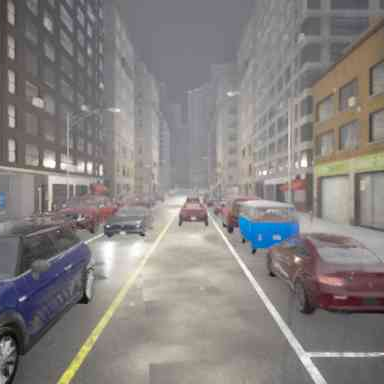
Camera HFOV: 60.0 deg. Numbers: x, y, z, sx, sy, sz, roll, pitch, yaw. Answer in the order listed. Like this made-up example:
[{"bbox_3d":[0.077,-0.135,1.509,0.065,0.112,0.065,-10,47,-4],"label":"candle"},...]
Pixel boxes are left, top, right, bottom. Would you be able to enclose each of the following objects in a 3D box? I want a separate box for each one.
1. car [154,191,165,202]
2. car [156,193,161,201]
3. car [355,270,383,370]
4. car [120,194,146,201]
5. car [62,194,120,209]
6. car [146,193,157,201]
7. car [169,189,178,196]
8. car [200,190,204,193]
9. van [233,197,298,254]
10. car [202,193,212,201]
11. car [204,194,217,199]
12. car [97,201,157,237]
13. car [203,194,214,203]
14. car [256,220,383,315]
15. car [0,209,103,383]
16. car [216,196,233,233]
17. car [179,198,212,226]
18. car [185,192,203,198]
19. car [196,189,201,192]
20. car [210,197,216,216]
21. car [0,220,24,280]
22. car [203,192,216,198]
[{"bbox_3d":[-5.745,0.816,57.160,2.192,1.841,5.009,0,1,0],"label":"car"},{"bbox_3d":[-5.749,1.199,46.058,1.802,1.307,4.206,0,1,0],"label":"car"},{"bbox_3d":[2.764,1.571,1.629,1.802,1.307,4.206,0,0,0],"label":"car"},{"bbox_3d":[-5.754,1.081,29.397,2.192,1.841,5.009,0,0,0],"label":"car"},{"bbox_3d":[-5.756,1.172,18.293,2.192,1.841,5.009,0,0,0],"label":"car"},{"bbox_3d":[-5.751,1.216,40.507,1.887,1.381,4.507,0,0,0],"label":"car"},{"bbox_3d":[-5.735,0.558,94.817,1.887,1.381,4.507,0,1,0],"label":"car"},{"bbox_3d":[2.779,0.876,51.600,2.192,1.841,5.009,0,1,0],"label":"car"},{"bbox_3d":[2.767,1.244,12.735,1.690,1.788,3.998,0,0,0],"label":"van"},{"bbox_3d":[2.781,0.961,62.876,1.752,1.417,4.829,0,1,0],"label":"car"},{"bbox_3d":[2.774,1.237,40.497,1.947,1.339,4.313,0,1,0],"label":"car"},{"bbox_3d":[-3.062,1.411,17.368,2.033,1.411,5.357,0,1,0],"label":"car"},{"bbox_3d":[2.780,1.083,57.153,1.802,1.307,4.206,0,1,0],"label":"car"},{"bbox_3d":[2.766,1.530,7.186,1.802,1.307,4.206,0,0,0],"label":"car"},{"bbox_3d":[-3.058,1.318,5.003,2.097,1.767,4.553,0,0,0],"label":"car"},{"bbox_3d":[2.769,1.172,18.286,2.192,1.841,5.009,0,0,0],"label":"car"},{"bbox_3d":[0.095,1.354,21.801,1.812,1.442,4.674,0,1,0],"label":"car"},{"bbox_3d":[0.110,1.102,45.274,1.882,1.535,5.008,0,1,0],"label":"car"},{"bbox_3d":[2.790,0.564,94.808,2.008,1.369,4.403,0,1,0],"label":"car"},{"bbox_3d":[2.771,1.348,29.392,1.802,1.307,4.206,0,0,0],"label":"car"},{"bbox_3d":[-5.759,1.499,7.191,2.008,1.369,4.403,0,0,0],"label":"car"},{"bbox_3d":[2.777,1.140,46.218,1.752,1.417,4.829,0,1,0],"label":"car"}]
